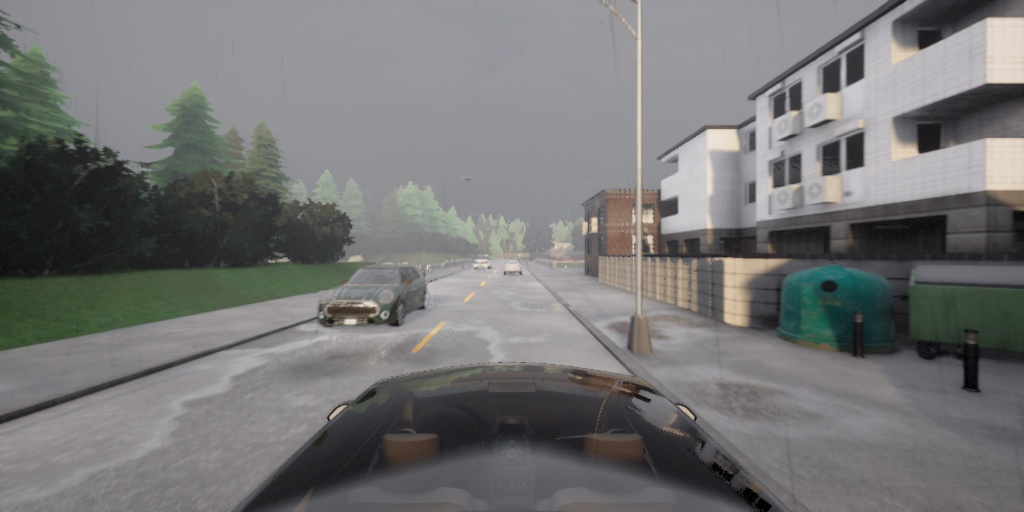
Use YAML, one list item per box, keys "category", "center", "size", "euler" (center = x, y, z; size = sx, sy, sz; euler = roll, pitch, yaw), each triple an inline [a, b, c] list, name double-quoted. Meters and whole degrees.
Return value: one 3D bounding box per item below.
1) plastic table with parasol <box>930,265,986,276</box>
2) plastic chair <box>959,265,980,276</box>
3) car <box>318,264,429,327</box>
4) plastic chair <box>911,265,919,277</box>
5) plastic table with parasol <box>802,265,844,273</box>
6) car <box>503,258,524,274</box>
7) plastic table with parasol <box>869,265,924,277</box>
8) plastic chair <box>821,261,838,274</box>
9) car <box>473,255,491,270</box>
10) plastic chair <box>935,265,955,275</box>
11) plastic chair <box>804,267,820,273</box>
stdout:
- category: "plastic table with parasol"
  center: [48.956, 0.575, 39.403]
  size: [2.482, 2.480, 2.482]
  euler: [0, 0, 0]
- category: "plastic chair"
  center: [48.785, 1.182, 38.263]
  size: [0.750, 1.272, 0.730]
  euler: [0, 0, 0]
- category: "car"
  center: [-4.104, 1.076, 11.349]
  size: [2.097, 1.767, 4.553]
  euler: [0, 0, 0]
- category: "plastic chair"
  center: [39.585, 1.189, 35.764]
  size: [0.750, 1.272, 0.730]
  euler: [0, 0, 0]
- category: "plastic table with parasol"
  center: [38.386, 0.561, 44.364]
  size: [2.482, 2.480, 2.482]
  euler: [0, 0, 0]
- category: "car"
  center: [0.077, 1.174, 38.434]
  size: [1.812, 1.442, 4.674]
  euler: [0, 0, 0]
- category: "plastic table with parasol"
  center: [39.685, 0.581, 37.084]
  size: [2.482, 2.480, 2.482]
  euler: [0, 0, 0]
- category: "plastic chair"
  center: [38.286, 1.168, 43.259]
  size: [0.750, 1.272, 0.730]
  euler: [0, 0, 0]
- category: "car"
  center: [-4.095, 0.836, 50.048]
  size: [2.150, 2.045, 5.566]
  euler: [0, 1, 0]
- category: "plastic chair"
  center: [47.686, 1.179, 39.463]
  size: [0.730, 1.272, 0.750]
  euler: [0, 0, 0]
- category: "plastic chair"
  center: [37.186, 1.165, 44.464]
  size: [0.730, 1.272, 0.750]
  euler: [0, 0, 0]
